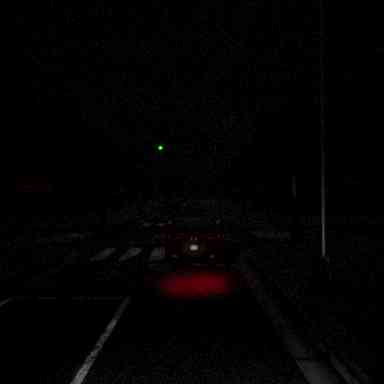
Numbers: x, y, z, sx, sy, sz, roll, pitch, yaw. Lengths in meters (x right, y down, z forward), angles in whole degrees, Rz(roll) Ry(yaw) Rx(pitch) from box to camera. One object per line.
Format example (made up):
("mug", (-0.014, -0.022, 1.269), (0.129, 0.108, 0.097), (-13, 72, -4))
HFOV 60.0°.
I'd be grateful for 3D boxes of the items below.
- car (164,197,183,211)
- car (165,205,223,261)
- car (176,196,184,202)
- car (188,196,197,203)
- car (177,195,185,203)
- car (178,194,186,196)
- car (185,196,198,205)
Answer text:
("car", (-2.576, 1.741, 42.724), (1.947, 1.339, 4.313), (1, 0, 0))
("car", (0.075, 1.516, 12.548), (1.882, 1.535, 5.008), (0, 0, 0))
("car", (-2.569, 1.745, 48.256), (1.887, 1.381, 4.507), (1, 0, 0))
("car", (0.076, 1.672, 72.030), (1.812, 1.442, 4.674), (0, 0, 0))
("car", (-2.553, 1.862, 64.853), (1.802, 1.307, 4.206), (1, 0, 0))
("car", (-2.668, 1.573, 78.241), (2.150, 2.045, 5.566), (0, 0, 0))
("car", (0.122, 1.832, 62.424), (1.994, 1.385, 4.181), (0, 0, 1))
